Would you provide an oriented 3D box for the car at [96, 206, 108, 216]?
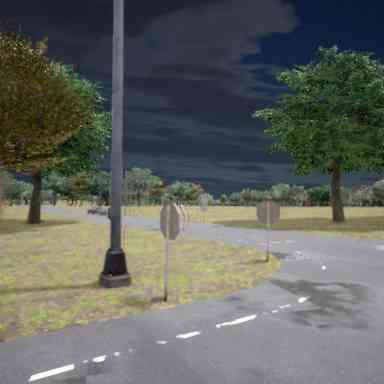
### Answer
[{"bbox_3d":[-13.710,3.231,54.661,1.994,1.385,4.181,2,-2,-32],"label":"car"}]

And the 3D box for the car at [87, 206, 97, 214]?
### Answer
[{"bbox_3d":[-17.524,3.273,60.434,2.128,1.511,4.902,2,-2,-33],"label":"car"}]
